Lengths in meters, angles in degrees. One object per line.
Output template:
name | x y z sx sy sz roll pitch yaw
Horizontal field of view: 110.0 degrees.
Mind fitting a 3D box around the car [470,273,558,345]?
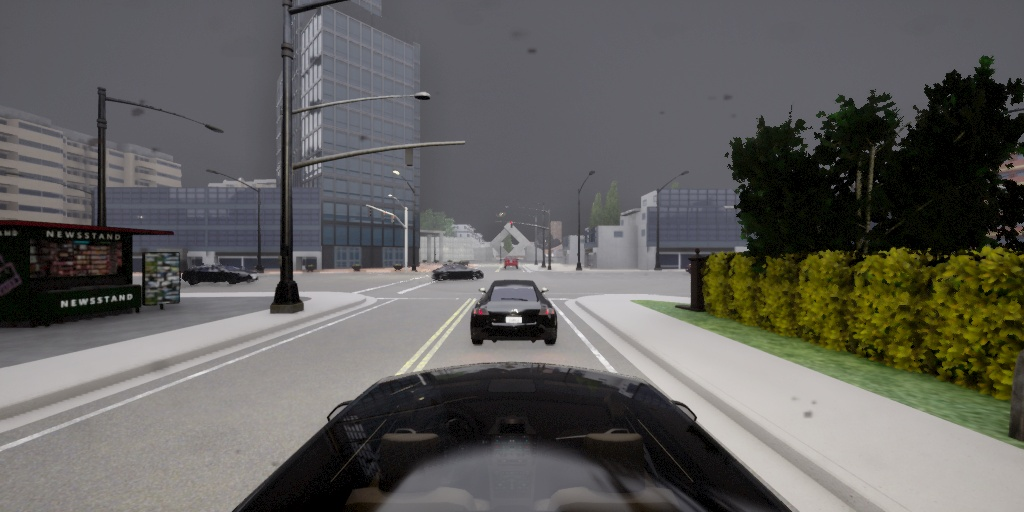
car | 0.044 1.314 9.553 1.994 1.385 4.181 0 0 0

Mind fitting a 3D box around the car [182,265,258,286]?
car | -21.904 1.408 27.071 4.902 1.511 2.128 -1 0 -1

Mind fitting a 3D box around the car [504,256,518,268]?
car | -0.148 0.971 59.357 2.150 2.045 5.566 0 0 0

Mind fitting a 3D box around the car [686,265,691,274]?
car | 21.195 1.177 38.302 5.008 1.535 1.882 0 0 -1

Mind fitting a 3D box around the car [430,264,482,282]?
car | -4.439 1.342 28.920 4.181 1.385 1.994 0 0 -27
